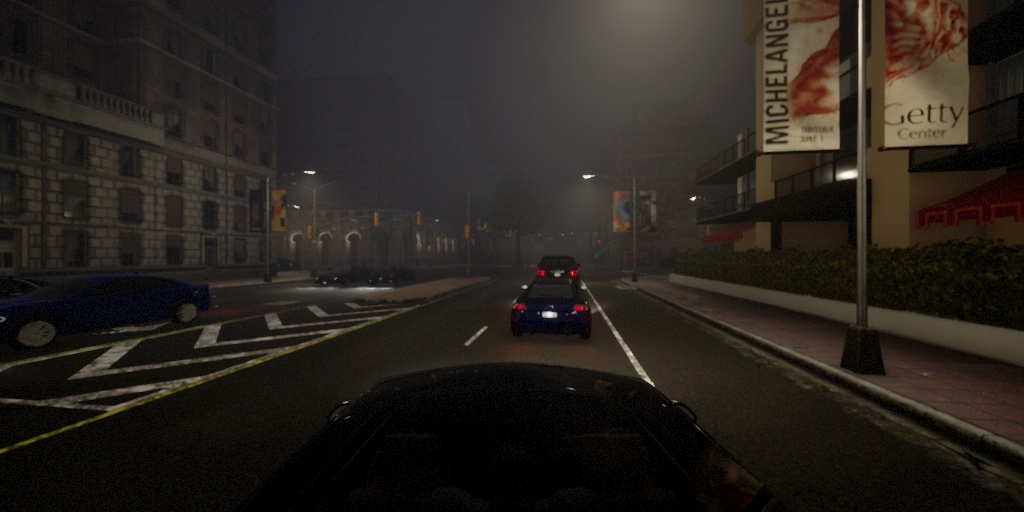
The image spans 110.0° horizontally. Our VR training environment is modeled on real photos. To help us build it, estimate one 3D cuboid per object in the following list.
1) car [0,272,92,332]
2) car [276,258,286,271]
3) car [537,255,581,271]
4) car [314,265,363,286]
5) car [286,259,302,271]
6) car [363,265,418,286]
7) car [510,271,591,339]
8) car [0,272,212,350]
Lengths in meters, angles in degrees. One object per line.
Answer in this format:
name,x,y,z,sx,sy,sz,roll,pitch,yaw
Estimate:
car,-14.413,1.255,8.929,1.837,1.490,4.892,0,0,9
car,-31.634,1.251,45.016,4.892,1.490,1.837,0,0,8
car,2.529,0.970,19.496,2.150,2.045,5.566,0,0,9
car,-11.771,1.361,25.930,2.033,1.411,5.357,0,0,8
car,-30.939,1.098,48.457,4.553,1.767,2.097,0,0,8
car,-8.309,1.313,25.415,1.994,1.385,4.181,0,0,8
car,1.168,1.313,10.189,1.994,1.385,4.181,0,0,9
car,-10.786,1.227,9.374,1.882,1.535,5.008,0,0,9
